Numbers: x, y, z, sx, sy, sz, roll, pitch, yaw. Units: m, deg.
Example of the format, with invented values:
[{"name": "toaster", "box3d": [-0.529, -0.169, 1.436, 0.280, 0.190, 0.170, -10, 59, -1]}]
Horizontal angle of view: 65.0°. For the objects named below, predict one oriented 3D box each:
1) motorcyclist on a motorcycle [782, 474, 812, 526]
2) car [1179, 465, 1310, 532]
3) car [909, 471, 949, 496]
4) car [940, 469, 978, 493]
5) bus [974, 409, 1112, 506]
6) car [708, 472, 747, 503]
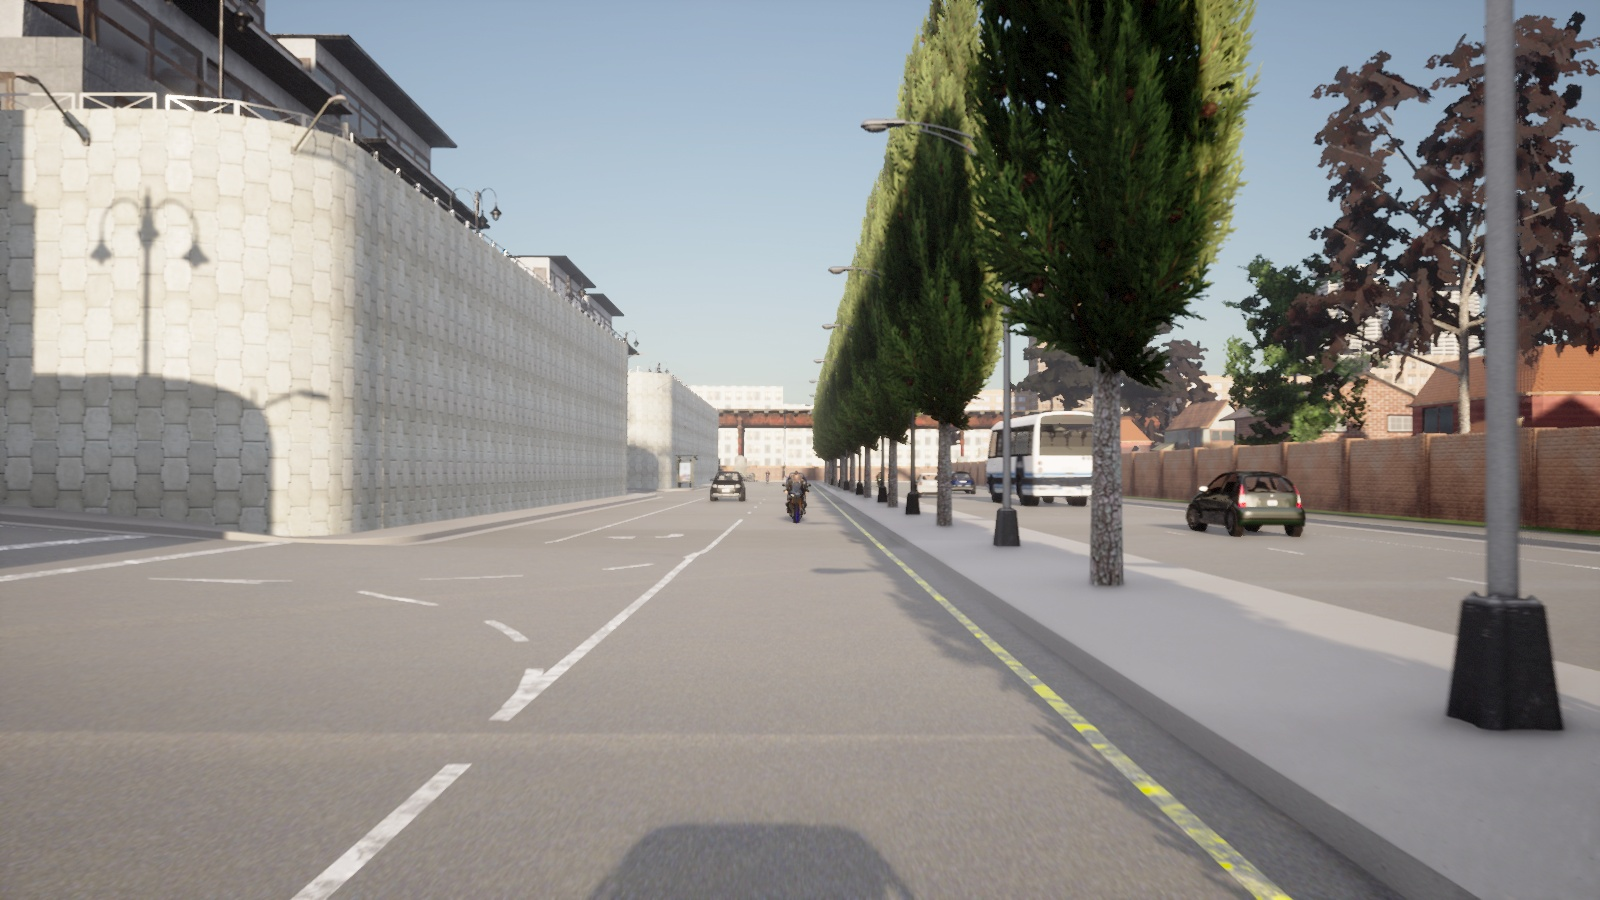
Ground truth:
[{"name": "motorcyclist on a motorcycle", "box3d": [-0.094, 1.491, 37.956, 0.866, 1.530, 2.191, 0, -1, 0]}, {"name": "car", "box3d": [11.375, 1.215, 32.441, 1.851, 1.617, 3.988, 0, -1, -2]}, {"name": "car", "box3d": [7.818, 2.036, 76.246, 1.970, 1.475, 3.806, 0, -1, -1]}, {"name": "car", "box3d": [11.279, 2.207, 89.301, 2.033, 1.649, 4.856, 0, -1, 0]}, {"name": "bus", "box3d": [11.510, 0.420, 60.894, 3.944, 4.253, 10.273, 0, -1, -4]}, {"name": "car", "box3d": [-3.658, 1.892, 64.221, 1.789, 1.549, 3.705, 0, -1, 0]}]
